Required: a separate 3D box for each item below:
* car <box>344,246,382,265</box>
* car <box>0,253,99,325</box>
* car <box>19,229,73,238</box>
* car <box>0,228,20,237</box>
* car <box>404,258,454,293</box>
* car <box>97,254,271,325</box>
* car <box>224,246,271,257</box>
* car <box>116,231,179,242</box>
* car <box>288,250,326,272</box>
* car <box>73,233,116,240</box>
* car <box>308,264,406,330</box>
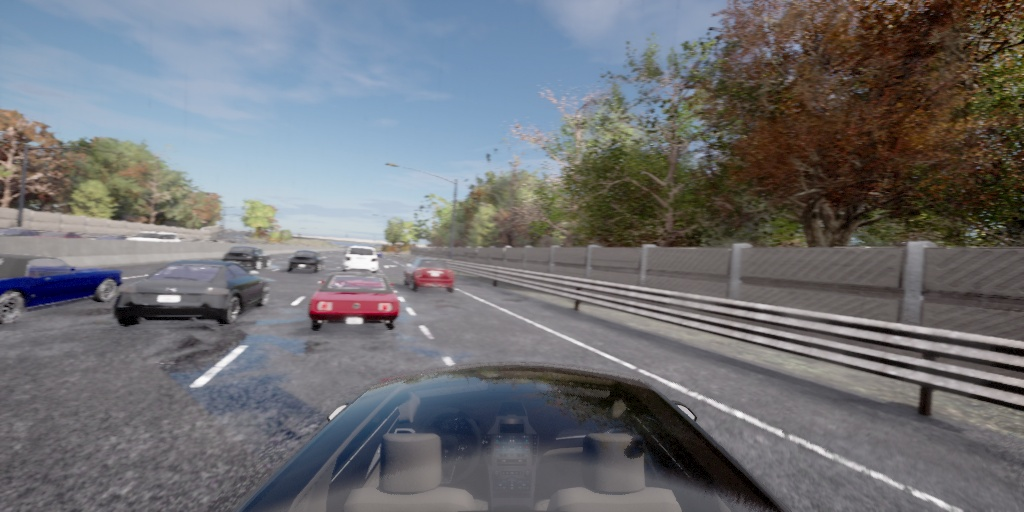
[{"bbox_3d":[-11.056,0.326,26.281,2.150,2.045,5.566,4,0,-23],"label":"car"},{"bbox_3d":[-10.952,0.582,7.799,1.895,1.301,4.718,4,0,-23],"label":"car"},{"bbox_3d":[-40.011,-1.467,31.751,1.812,1.442,4.674,4,0,-22],"label":"car"},{"bbox_3d":[-43.773,-1.723,31.745,2.033,1.411,5.357,4,0,-22],"label":"car"},{"bbox_3d":[-4.572,0.887,19.509,2.097,1.767,4.553,4,0,-23],"label":"car"},{"bbox_3d":[-7.726,0.793,9.134,1.994,1.385,4.181,4,0,-23],"label":"car"},{"bbox_3d":[-17.773,0.099,24.202,1.837,1.490,4.892,4,0,-23],"label":"car"},{"bbox_3d":[-32.954,-1.242,32.998,2.150,2.045,5.566,4,0,-22],"label":"car"},{"bbox_3d":[-14.543,0.348,25.537,1.837,1.490,4.892,4,0,-23],"label":"car"},{"bbox_3d":[-36.760,-1.196,33.011,2.033,1.411,5.357,4,0,-22],"label":"car"},{"bbox_3d":[-4.274,1.091,9.919,1.895,1.301,4.718,4,0,-23],"label":"car"}]
